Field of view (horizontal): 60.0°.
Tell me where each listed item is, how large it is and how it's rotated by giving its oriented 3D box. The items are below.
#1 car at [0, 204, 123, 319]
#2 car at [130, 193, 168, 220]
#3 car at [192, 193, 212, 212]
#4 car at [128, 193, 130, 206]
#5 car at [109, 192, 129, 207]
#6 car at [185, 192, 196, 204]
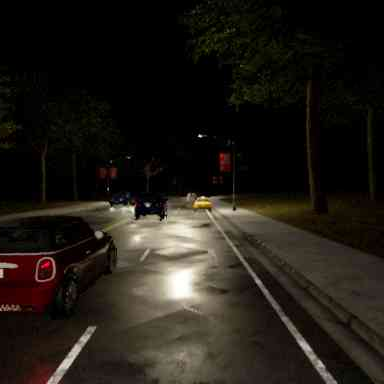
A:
[{"bbox_3d":[-3.150,1.308,7.434,2.097,1.767,4.553,0,0,0],"label":"car"},{"bbox_3d":[-3.153,1.072,26.469,2.150,2.045,5.566,0,0,0],"label":"car"},{"bbox_3d":[1.134,1.259,35.651,1.801,1.575,5.366,0,0,0],"label":"car"},{"bbox_3d":[-6.589,1.116,43.687,2.097,1.767,4.553,0,0,0],"label":"car"},{"bbox_3d":[-9.842,0.974,46.141,2.150,2.045,5.566,0,0,0],"label":"car"},{"bbox_3d":[-0.005,1.239,55.060,1.812,1.442,4.674,0,0,0],"label":"car"}]
